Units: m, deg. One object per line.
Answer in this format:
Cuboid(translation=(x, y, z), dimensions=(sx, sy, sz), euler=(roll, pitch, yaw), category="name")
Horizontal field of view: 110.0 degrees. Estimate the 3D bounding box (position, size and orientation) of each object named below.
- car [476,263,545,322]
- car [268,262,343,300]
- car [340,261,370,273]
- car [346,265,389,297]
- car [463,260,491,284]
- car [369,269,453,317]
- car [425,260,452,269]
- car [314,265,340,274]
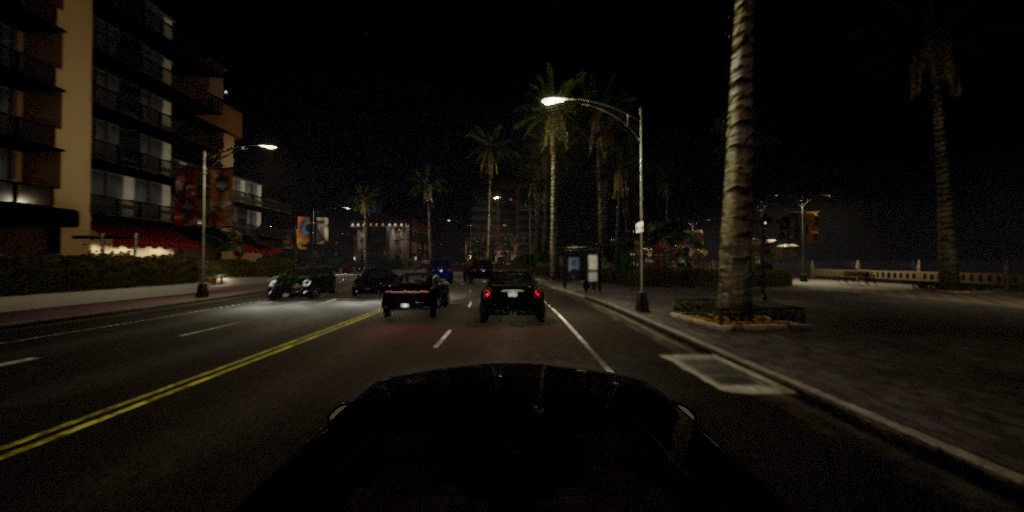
Cuboid(translation=(-0.064, 1.265, 13.311), dimensions=(2.097, 1.767, 4.553), euler=(0, -1, -2), category="car")
Cuboid(translation=(-11.304, 1.357, 19.680), dimensions=(2.097, 1.767, 4.553), euler=(0, -1, -8), category="car")
Cuboid(translation=(-25.552, 1.902, 58.133), dimensions=(4.553, 1.767, 2.097), euler=(-1, -1, 43), category="car")
Cuboid(translation=(-7.977, 1.506, 21.332), dimensions=(1.882, 1.535, 5.008), euler=(0, -1, -9), category="car")
Cuboid(translation=(-3.141, 1.414, 33.030), dimensions=(2.150, 2.045, 5.566), euler=(0, -1, -15), category="car")
Cuboid(translation=(-3.590, 1.417, 14.049), dimensions=(2.128, 1.511, 4.902), euler=(0, -1, -3), category="car")
Cuboid(translation=(-6.737, 1.413, 32.958), dimensions=(2.150, 2.045, 5.566), euler=(0, -1, -16), category="car")
Cuboid(translation=(-29.407, 2.136, 56.959), dimensions=(4.718, 1.301, 1.895), euler=(-1, -1, 40), category="car")
